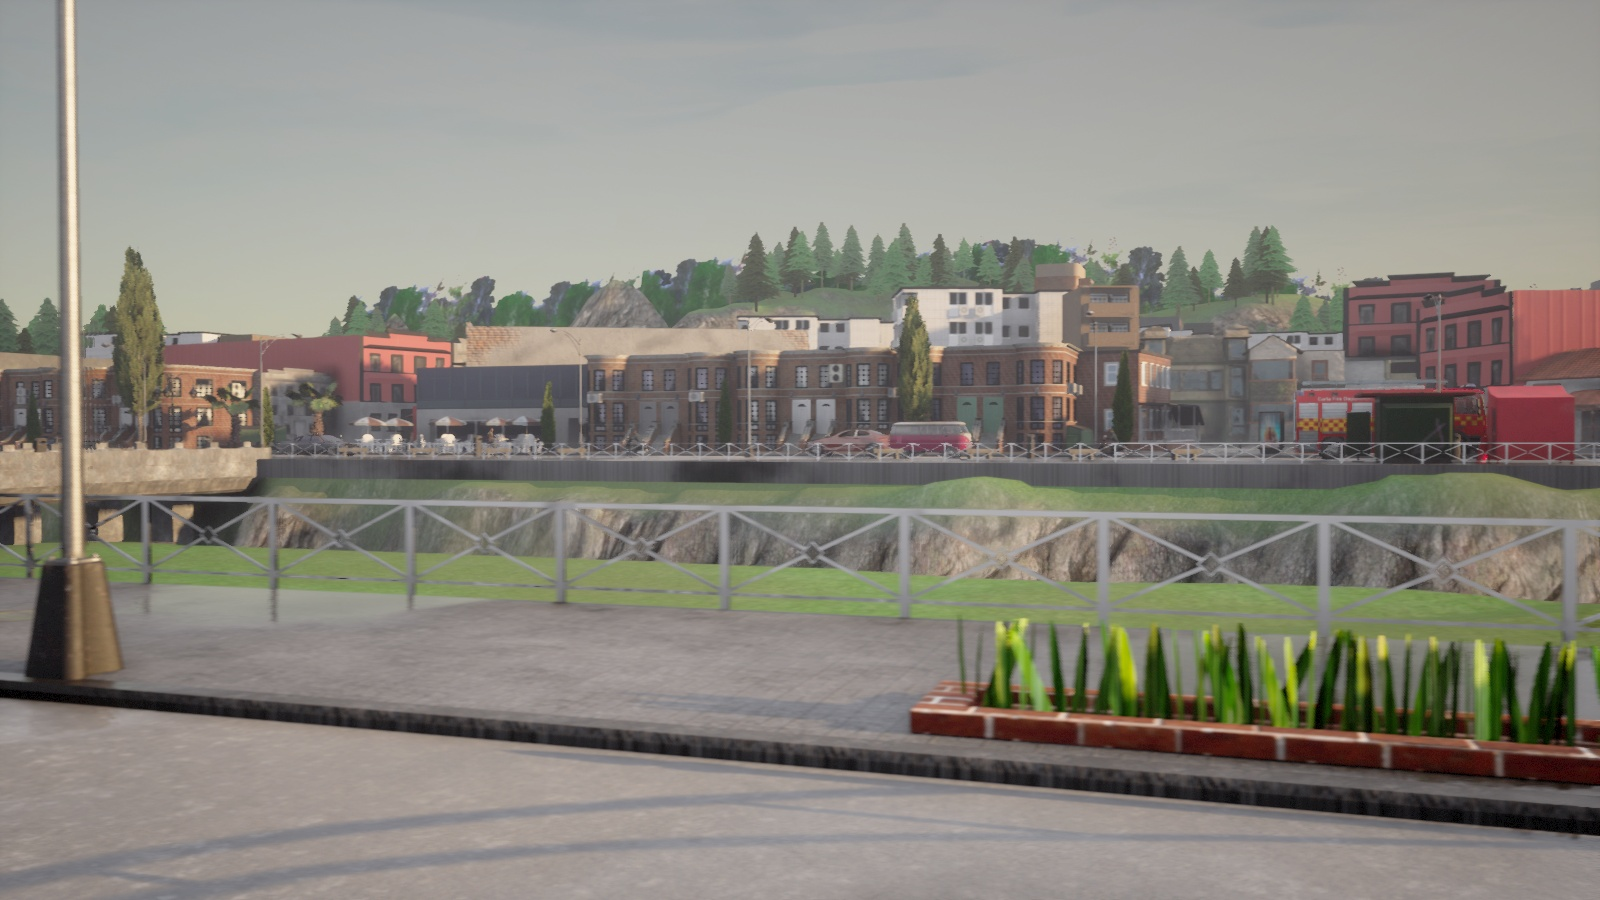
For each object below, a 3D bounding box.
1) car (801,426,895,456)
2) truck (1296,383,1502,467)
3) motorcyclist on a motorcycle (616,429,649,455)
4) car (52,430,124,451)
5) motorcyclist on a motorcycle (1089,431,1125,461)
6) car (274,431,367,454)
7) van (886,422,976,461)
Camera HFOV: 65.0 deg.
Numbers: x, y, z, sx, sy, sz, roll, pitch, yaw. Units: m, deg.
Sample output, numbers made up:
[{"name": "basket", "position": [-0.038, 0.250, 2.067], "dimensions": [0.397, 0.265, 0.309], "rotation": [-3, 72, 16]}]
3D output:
[{"name": "car", "position": [2.767, -0.539, 72.092], "dimensions": [5.027, 1.651, 2.152], "rotation": [1, 1, 19]}, {"name": "truck", "position": [28.073, -1.183, 59.354], "dimensions": [8.468, 3.827, 2.891], "rotation": [1, 1, 19]}, {"name": "motorcyclist on a motorcycle", "position": [-10.212, -0.483, 76.457], "dimensions": [1.817, 1.590, 0.866], "rotation": [1, 1, 19]}, {"name": "car", "position": [-48.200, -0.652, 85.009], "dimensions": [4.181, 1.385, 1.994], "rotation": [1, 1, 19]}, {"name": "motorcyclist on a motorcycle", "position": [16.512, -0.238, 67.475], "dimensions": [1.817, 1.590, 0.866], "rotation": [1, 1, 19]}, {"name": "car", "position": [-30.149, -0.504, 78.942], "dimensions": [5.357, 1.411, 2.033], "rotation": [1, 1, 19]}, {"name": "van", "position": [6.945, -0.459, 66.469], "dimensions": [4.442, 1.987, 1.775], "rotation": [1, 1, 19]}]
